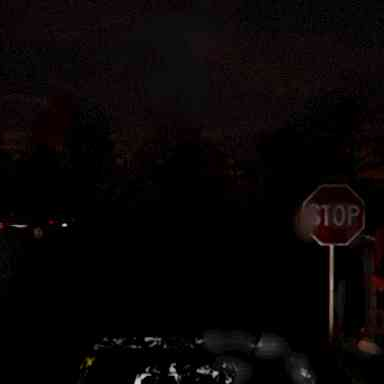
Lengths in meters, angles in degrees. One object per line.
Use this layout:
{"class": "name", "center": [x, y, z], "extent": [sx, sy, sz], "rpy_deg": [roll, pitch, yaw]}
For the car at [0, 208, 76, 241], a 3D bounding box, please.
{"class": "car", "center": [-7.678, 1.453, 15.966], "extent": [4.181, 1.385, 1.994], "rpy_deg": [1, 0, 23]}
